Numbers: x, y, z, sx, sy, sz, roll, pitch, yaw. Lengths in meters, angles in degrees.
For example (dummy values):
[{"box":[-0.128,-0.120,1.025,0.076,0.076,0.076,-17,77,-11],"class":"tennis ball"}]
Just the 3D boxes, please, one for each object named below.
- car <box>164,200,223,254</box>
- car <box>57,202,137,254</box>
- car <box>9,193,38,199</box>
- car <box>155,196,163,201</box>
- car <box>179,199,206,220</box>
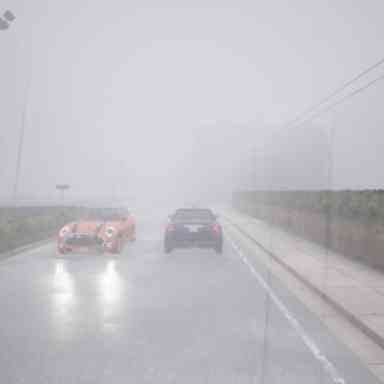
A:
[{"box":[0.073,1.331,13.636,2.097,1.767,4.553,0,0,0],"class":"car"},{"box":[-3.565,1.332,13.243,2.097,1.767,4.553,0,0,0],"class":"car"},{"box":[-33.187,1.128,65.460,5.566,2.045,2.150,0,0,0],"class":"car"},{"box":[-7.693,1.480,77.970,1.895,1.301,4.718,0,0,-3],"class":"car"},{"box":[0.074,1.449,28.886,2.128,1.511,4.902,0,0,0],"class":"car"}]
